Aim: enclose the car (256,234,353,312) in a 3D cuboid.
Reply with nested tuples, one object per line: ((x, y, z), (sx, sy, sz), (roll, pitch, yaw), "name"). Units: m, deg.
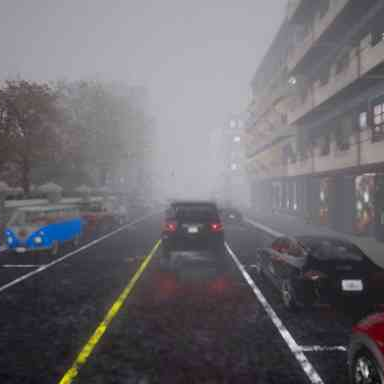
((2.682, 1.606, 7.649), (1.947, 1.339, 4.313), (0, 0, 0), "car")

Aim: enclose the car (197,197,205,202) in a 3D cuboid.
((2.621, 2.060, 95.611), (2.008, 1.369, 4.403), (0, 0, 0), "car")

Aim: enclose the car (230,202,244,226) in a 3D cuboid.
((2.671, 1.691, 24.254), (1.947, 1.339, 4.313), (0, 0, 0), "car")

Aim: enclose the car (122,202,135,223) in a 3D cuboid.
((-5.710, 1.675, 24.247), (2.008, 1.369, 4.403), (0, 0, 0), "car")

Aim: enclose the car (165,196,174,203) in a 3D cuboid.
((-5.752, 1.887, 84.334), (1.967, 1.590, 4.097), (0, 0, 0), "car")

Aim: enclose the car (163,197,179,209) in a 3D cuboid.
((-3.100, 1.610, 49.720), (2.097, 1.767, 4.553), (0, 0, 0), "car")

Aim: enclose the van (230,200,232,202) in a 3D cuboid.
((2.665, 1.495, 29.790), (1.690, 1.788, 3.998), (0, 0, 0), "van")

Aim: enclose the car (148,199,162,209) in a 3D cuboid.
((-5.728, 1.853, 51.923), (1.802, 1.307, 4.206), (0, 0, 0), "car")

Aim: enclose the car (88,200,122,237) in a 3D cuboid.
((-5.708, 1.411, 18.714), (2.192, 1.841, 5.009), (0, 0, 0), "car")

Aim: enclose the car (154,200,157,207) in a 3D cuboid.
((-5.721, 1.777, 40.853), (1.947, 1.339, 4.313), (0, 0, 0), "car")

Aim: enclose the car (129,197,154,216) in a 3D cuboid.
((-5.719, 1.497, 35.319), (2.192, 1.841, 5.009), (0, 0, 0), "car")

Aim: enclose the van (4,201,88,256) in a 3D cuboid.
((-5.704, 1.408, 13.178), (1.690, 1.788, 3.998), (0, 0, 0), "van")

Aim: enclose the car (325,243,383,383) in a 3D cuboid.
((2.685, 1.452, 2.114), (1.967, 1.590, 4.097), (0, 0, 0), "car")

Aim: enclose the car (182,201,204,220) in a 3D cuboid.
((0.059, 1.636, 30.795), (1.882, 1.535, 5.008), (0, 0, 0), "car")

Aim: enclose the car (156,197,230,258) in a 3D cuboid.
((0.056, 1.291, 13.188), (2.150, 2.045, 5.566), (0, 0, 0), "car")
